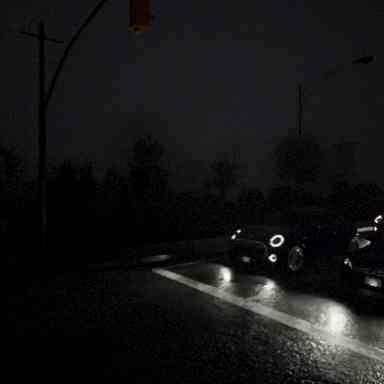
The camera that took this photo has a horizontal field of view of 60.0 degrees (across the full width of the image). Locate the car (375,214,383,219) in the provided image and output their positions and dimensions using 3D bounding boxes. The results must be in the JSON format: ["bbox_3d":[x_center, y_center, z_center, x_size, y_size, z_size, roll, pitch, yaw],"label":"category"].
[{"bbox_3d":[10.621,1.246,15.861,4.553,1.767,2.097,0,0,-35],"label":"car"}]

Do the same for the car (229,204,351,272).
[{"bbox_3d":[3.353,1.299,10.678,4.553,1.767,2.097,0,0,-35],"label":"car"}]

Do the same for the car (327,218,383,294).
[{"bbox_3d":[5.395,1.473,7.828,4.674,1.442,1.812,0,0,-36],"label":"car"}]
